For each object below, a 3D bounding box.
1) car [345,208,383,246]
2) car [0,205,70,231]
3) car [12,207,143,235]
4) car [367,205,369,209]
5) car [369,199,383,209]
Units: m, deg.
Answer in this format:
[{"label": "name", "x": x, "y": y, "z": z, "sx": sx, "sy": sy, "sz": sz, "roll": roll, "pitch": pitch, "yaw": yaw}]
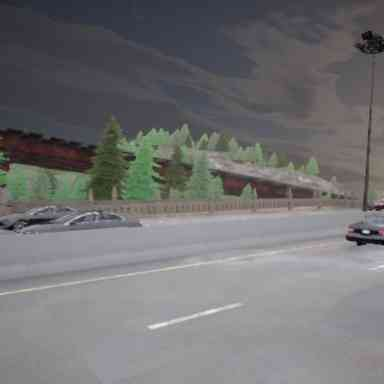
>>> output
[{"label": "car", "x": 8.762, "y": 1.597, "z": 14.298, "sx": 5.357, "sy": 1.411, "sz": 2.033, "roll": 0, "pitch": 0, "yaw": -36}, {"label": "car", "x": -8.488, "y": 1.504, "z": 19.433, "sx": 4.902, "sy": 1.511, "sz": 2.128, "roll": 0, "pitch": 0, "yaw": -35}, {"label": "car", "x": -4.418, "y": 1.504, "z": 13.738, "sx": 4.902, "sy": 1.511, "sz": 2.128, "roll": 0, "pitch": 0, "yaw": -36}, {"label": "car", "x": 24.669, "y": 1.704, "z": 43.070, "sx": 4.892, "sy": 1.490, "sz": 1.837, "roll": 2, "pitch": -1, "yaw": -35}, {"label": "car", "x": 22.106, "y": 1.730, "z": 36.953, "sx": 4.718, "sy": 1.301, "sz": 1.895, "roll": 0, "pitch": 0, "yaw": -35}]
